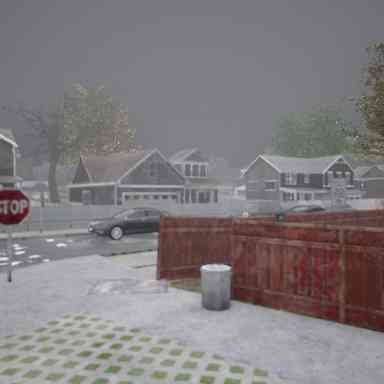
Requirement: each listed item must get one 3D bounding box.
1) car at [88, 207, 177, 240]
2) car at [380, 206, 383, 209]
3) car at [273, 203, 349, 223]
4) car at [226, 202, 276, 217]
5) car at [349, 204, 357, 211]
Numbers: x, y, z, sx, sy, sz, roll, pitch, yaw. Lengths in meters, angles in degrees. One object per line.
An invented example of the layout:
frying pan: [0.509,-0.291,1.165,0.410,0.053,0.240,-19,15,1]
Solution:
car: [-2.939,1.586,17.475,4.892,1.490,1.837,0,0,-37]
car: [21.100,1.577,33.805,4.553,1.767,2.097,0,0,-31]
car: [7.843,1.631,21.675,4.892,1.490,1.837,0,0,-35]
car: [4.468,1.479,22.841,4.553,1.767,2.097,0,0,-35]
car: [11.992,1.677,27.984,4.892,1.490,1.837,0,0,-33]
